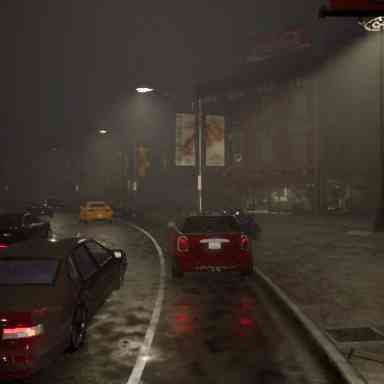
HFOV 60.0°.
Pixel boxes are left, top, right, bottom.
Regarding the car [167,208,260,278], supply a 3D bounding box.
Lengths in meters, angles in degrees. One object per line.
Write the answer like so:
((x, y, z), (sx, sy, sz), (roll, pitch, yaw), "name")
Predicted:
((0.337, 1.351, 10.348), (2.097, 1.767, 4.553), (0, 0, -6), "car")

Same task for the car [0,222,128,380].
((-2.505, 1.547, 6.035), (2.033, 1.411, 5.357), (0, 0, -1), "car")

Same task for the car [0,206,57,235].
((-6.770, 1.504, 12.651), (1.837, 1.490, 4.892), (0, 0, -10), "car")

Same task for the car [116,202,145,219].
((-5.785, 1.593, 29.692), (1.895, 1.301, 4.718), (0, 0, -25), "car")

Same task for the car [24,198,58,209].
((-13.708, 1.490, 29.671), (2.128, 1.511, 4.902), (0, 0, -32), "car")

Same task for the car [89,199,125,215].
((-8.896, 1.517, 34.504), (2.002, 1.452, 4.674), (0, 0, -35), "car")

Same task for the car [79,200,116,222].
((-7.389, 1.476, 25.288), (1.882, 1.535, 5.008), (0, 0, -24), "car")

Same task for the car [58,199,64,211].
((-16.729, 1.502, 39.151), (1.837, 1.490, 4.892), (1, 0, -43), "car")
